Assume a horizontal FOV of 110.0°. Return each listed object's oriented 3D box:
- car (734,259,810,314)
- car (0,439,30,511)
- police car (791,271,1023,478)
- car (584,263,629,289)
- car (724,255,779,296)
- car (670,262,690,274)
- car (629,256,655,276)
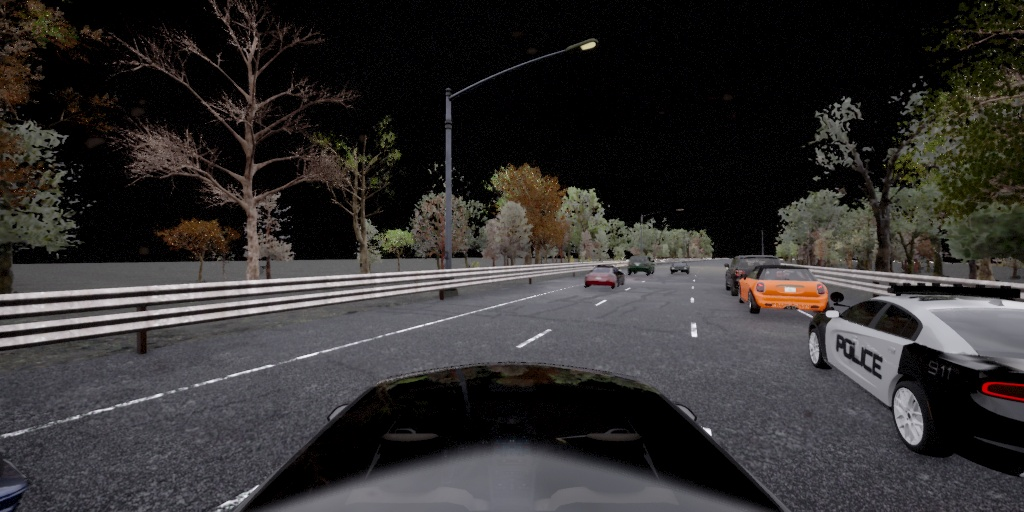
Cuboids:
[{"bbox_3d":[9.884,1.105,13.416,2.097,1.767,4.553,0,0,27],"label":"car"},{"bbox_3d":[-5.233,1.298,0.456,2.033,1.411,5.357,0,0,25],"label":"car"},{"bbox_3d":[5.592,1.176,4.678,1.930,1.638,5.238,0,0,26],"label":"police car"},{"bbox_3d":[6.202,1.323,23.695,1.994,1.385,4.181,0,0,27],"label":"car"},{"bbox_3d":[12.578,0.982,18.760,2.150,2.045,5.566,0,0,27],"label":"car"},{"bbox_3d":[19.189,1.379,40.831,1.895,1.301,4.718,0,0,28],"label":"car"},{"bbox_3d":[13.867,0.995,38.335,2.150,2.045,5.566,0,0,28],"label":"car"}]
